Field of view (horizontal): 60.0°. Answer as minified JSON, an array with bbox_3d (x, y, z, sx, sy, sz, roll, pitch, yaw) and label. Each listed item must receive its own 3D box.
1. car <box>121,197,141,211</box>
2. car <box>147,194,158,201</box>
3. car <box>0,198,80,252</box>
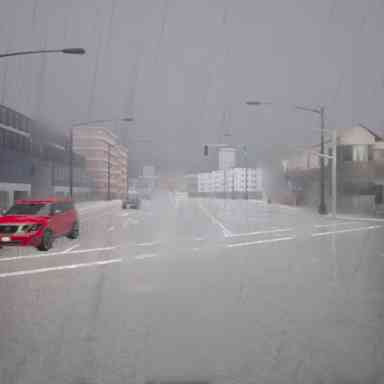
[{"bbox_3d":[-7.282,1.421,40.247,2.128,1.511,4.902,0,1,-1],"label":"car"},{"bbox_3d":[-7.902,1.056,66.009,2.128,1.511,4.902,0,0,-1],"label":"car"},{"bbox_3d":[-6.663,1.302,14.549,2.150,2.045,5.566,0,0,-1],"label":"car"}]
